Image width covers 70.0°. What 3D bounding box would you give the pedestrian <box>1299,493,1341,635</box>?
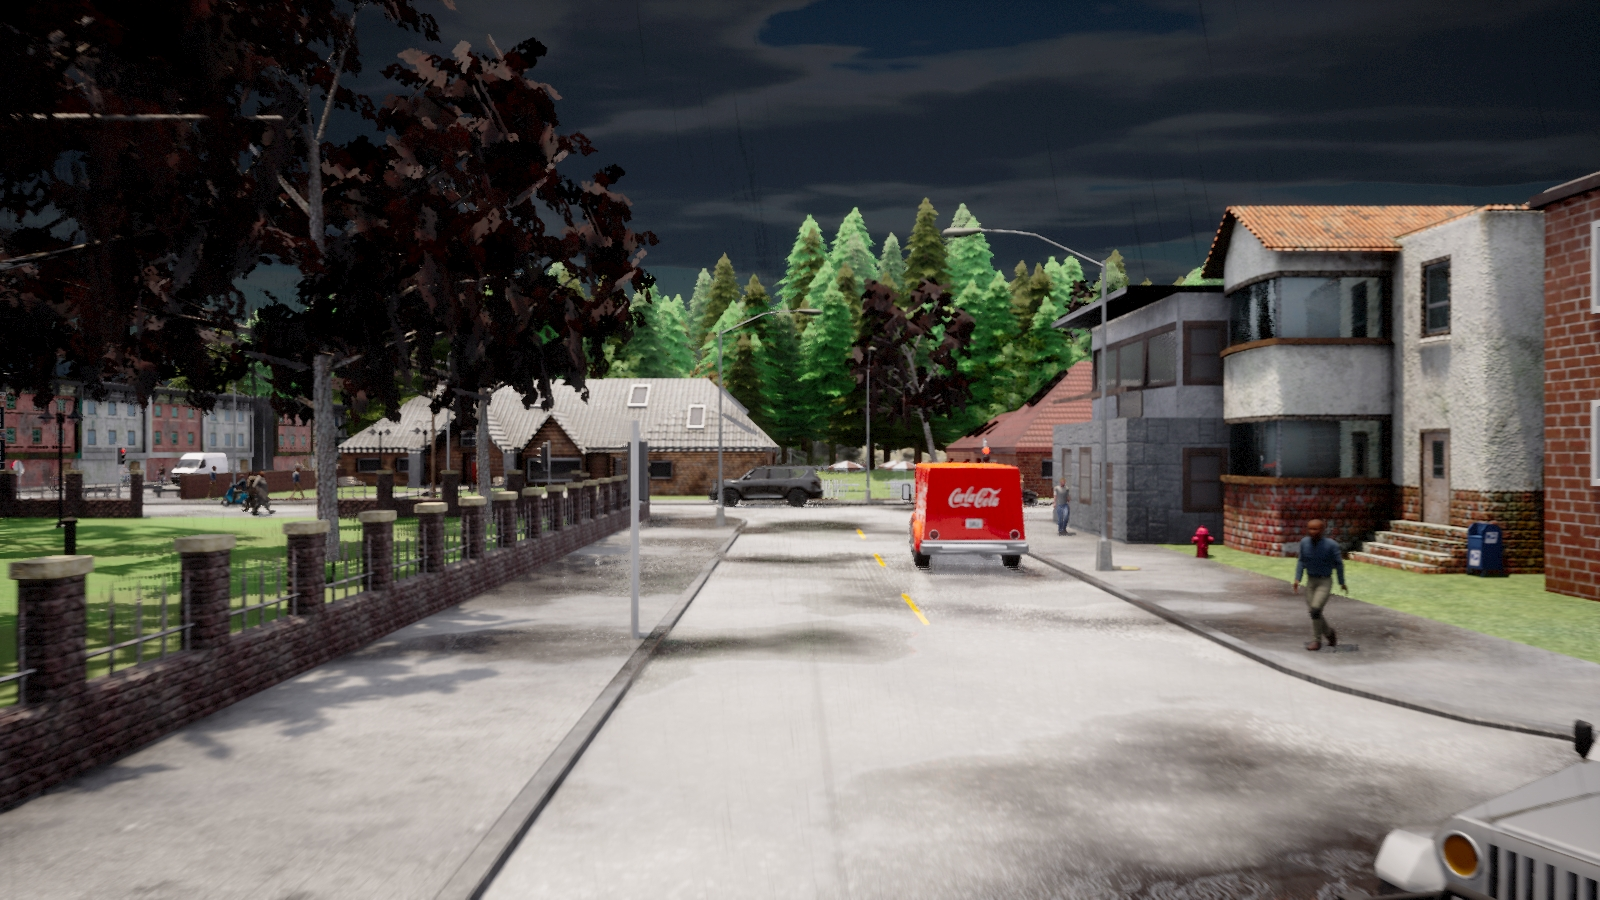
[{"bbox_3d":[6.986,1.515,15.345,0.375,1.860,0.375,0,0,-37],"label":"pedestrian"}]

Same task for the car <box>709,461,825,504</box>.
[{"bbox_3d":[-1.578,1.556,55.935,5.566,2.045,2.150,0,0,0],"label":"car"}]

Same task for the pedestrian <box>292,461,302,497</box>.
[{"bbox_3d":[-26.216,1.520,59.566,0.375,1.860,0.375,0,0,-12],"label":"pedestrian"}]

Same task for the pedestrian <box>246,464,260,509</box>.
[{"bbox_3d":[-22.889,1.520,47.826,0.375,1.860,0.375,0,0,9],"label":"pedestrian"}]

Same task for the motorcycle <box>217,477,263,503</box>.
[{"bbox_3d":[-27.419,1.959,55.952,1.805,1.236,0.856,0,0,0],"label":"motorcycle"}]

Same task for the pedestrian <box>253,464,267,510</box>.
[{"bbox_3d":[-22.020,1.523,46.586,0.375,1.860,0.375,0,0,0],"label":"pedestrian"}]

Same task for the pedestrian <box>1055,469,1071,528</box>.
[{"bbox_3d":[8.257,1.516,35.890,0.375,1.860,0.375,0,0,-6],"label":"pedestrian"}]

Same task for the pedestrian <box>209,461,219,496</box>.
[{"bbox_3d":[-31.424,1.514,61.255,0.375,1.860,0.375,0,0,-1],"label":"pedestrian"}]

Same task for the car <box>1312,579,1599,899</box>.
[{"bbox_3d":[4.614,1.638,5.297,3.866,1.878,1.905,0,0,-21],"label":"car"}]

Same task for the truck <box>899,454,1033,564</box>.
[{"bbox_3d":[3.985,1.346,28.487,2.627,2.467,5.204,0,0,0],"label":"truck"}]
